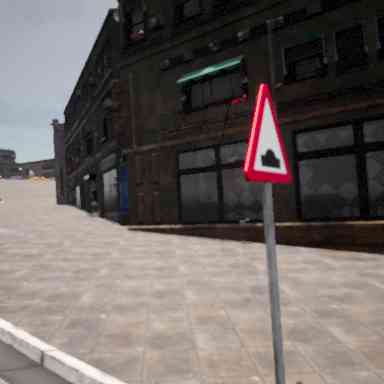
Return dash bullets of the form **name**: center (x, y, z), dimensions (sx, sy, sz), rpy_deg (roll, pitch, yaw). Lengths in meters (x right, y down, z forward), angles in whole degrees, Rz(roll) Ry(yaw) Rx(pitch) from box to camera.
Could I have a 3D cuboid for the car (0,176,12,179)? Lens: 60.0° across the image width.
- **car**: center (-48.191, -3.395, 82.153), dimensions (2.231, 1.521, 4.892), rpy_deg (-5, -3, 35)
